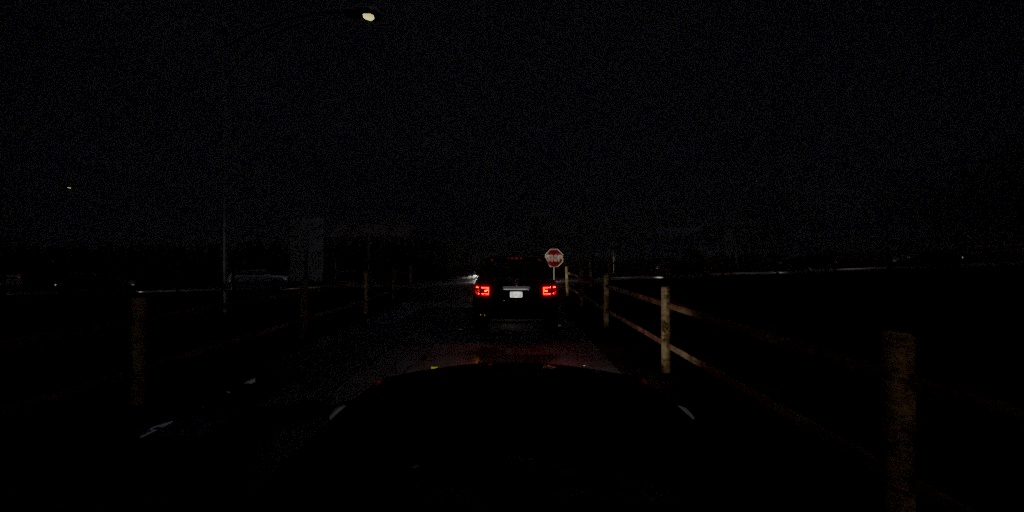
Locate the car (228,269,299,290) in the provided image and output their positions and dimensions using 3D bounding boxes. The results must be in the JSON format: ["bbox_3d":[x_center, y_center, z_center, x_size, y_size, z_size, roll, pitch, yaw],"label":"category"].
[{"bbox_3d":[-17.920,1.645,25.784,4.674,1.442,1.812,-1,-2,0],"label":"car"}]

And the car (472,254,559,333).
[{"bbox_3d":[0.060,0.975,10.883,2.150,2.045,5.566,0,0,-1],"label":"car"}]

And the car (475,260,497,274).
[{"bbox_3d":[-2.936,1.220,41.218,2.128,1.511,4.902,0,0,0],"label":"car"}]

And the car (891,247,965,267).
[{"bbox_3d":[33.220,0.036,28.880,4.902,1.511,2.128,-2,-2,0],"label":"car"}]

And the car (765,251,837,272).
[{"bbox_3d":[23.152,0.415,28.856,5.008,1.535,1.882,-2,-2,0],"label":"car"}]

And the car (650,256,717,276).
[{"bbox_3d":[13.674,0.776,28.802,5.008,1.535,1.882,-2,-2,-1],"label":"car"}]

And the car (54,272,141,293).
[{"bbox_3d":[-29.645,1.855,25.759,4.902,1.511,2.128,-1,-2,0],"label":"car"}]

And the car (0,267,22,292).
[{"bbox_3d":[-42.972,1.932,28.680,5.566,2.045,2.150,-1,-2,0],"label":"car"}]
